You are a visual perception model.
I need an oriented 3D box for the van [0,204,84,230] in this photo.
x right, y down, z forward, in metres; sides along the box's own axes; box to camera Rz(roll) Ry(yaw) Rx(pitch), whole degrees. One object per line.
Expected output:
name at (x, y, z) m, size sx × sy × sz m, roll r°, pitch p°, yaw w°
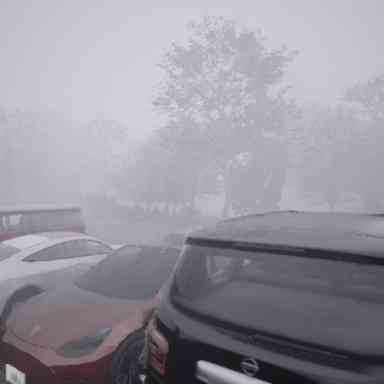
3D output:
van at (-5.031, 1.321, 8.578) m, size 1.878 × 1.987 × 4.442 m, roll -1°, pitch 0°, yaw 35°

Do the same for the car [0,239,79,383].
car at (-0.455, 1.535, 5.430) m, size 2.163 × 1.488 × 4.792 m, roll -1°, pitch 0°, yaw 35°

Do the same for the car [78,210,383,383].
car at (1.839, 1.233, 3.869) m, size 2.435 × 2.045 × 5.566 m, roll -1°, pitch 0°, yaw 35°

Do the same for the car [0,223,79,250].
car at (-2.701, 1.566, 7.061) m, size 2.002 × 1.452 × 4.674 m, roll -1°, pitch 0°, yaw 35°
